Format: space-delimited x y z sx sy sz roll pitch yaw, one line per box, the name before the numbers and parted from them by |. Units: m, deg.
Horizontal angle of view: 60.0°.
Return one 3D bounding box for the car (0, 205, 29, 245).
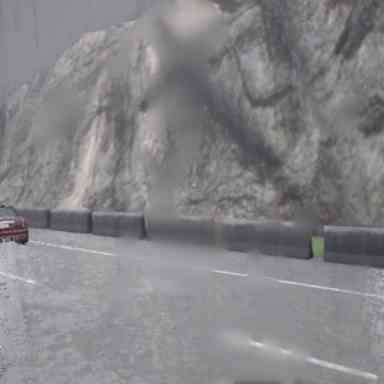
car | -8.835 1.295 13.849 4.553 1.767 2.097 0 0 35
